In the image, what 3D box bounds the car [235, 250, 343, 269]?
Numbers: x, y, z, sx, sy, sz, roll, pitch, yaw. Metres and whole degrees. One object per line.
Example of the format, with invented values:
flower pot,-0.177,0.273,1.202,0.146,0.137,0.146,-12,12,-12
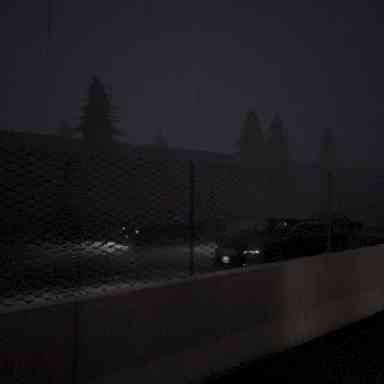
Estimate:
car,2.890,1.572,10.354,4.902,1.511,2.128,1,0,-35
